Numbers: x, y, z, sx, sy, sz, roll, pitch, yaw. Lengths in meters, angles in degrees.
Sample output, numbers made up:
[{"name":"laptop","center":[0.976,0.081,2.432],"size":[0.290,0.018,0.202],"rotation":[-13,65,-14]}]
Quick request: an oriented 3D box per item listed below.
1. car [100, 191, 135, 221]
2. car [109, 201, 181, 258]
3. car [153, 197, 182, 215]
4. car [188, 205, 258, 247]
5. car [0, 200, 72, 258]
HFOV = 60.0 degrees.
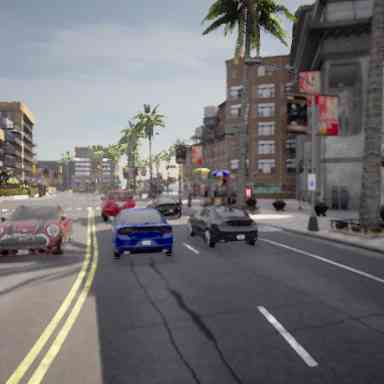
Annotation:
[{"name":"car","center":[-5.359,0.923,24.079],"size":[2.150,2.045,5.566],"rotation":[-1,1,-17]},{"name":"car","center":[-1.966,1.321,12.276],"size":[1.882,1.535,5.008],"rotation":[0,1,-15]},{"name":"car","center":[-2.160,1.143,25.548],"size":[1.882,1.535,5.008],"rotation":[-1,1,-17]},{"name":"car","center":[1.132,1.309,14.079],"size":[1.837,1.490,4.892],"rotation":[0,1,-14]},{"name":"car","center":[-5.694,1.214,12.244],"size":[2.097,1.767,4.553],"rotation":[-1,1,-15]}]
